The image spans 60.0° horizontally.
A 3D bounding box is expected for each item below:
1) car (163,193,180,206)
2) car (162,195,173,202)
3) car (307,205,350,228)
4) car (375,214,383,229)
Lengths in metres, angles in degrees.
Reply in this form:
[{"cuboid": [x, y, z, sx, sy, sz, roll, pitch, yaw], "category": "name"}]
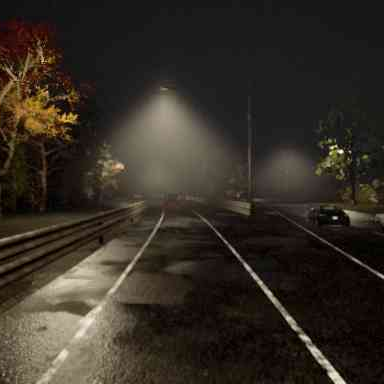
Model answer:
[{"cuboid": [-3.359, 1.251, 57.452, 2.150, 2.045, 5.566, 0, 0, -7], "category": "car"}, {"cuboid": [-5.490, 1.432, 73.527, 1.994, 1.385, 4.181, 0, 0, -9], "category": "car"}, {"cuboid": [8.977, 1.549, 22.141, 1.994, 1.385, 4.181, 0, 0, 9], "category": "car"}, {"cuboid": [11.935, 1.578, 18.422, 1.895, 1.301, 4.718, 0, 0, 9], "category": "car"}]
